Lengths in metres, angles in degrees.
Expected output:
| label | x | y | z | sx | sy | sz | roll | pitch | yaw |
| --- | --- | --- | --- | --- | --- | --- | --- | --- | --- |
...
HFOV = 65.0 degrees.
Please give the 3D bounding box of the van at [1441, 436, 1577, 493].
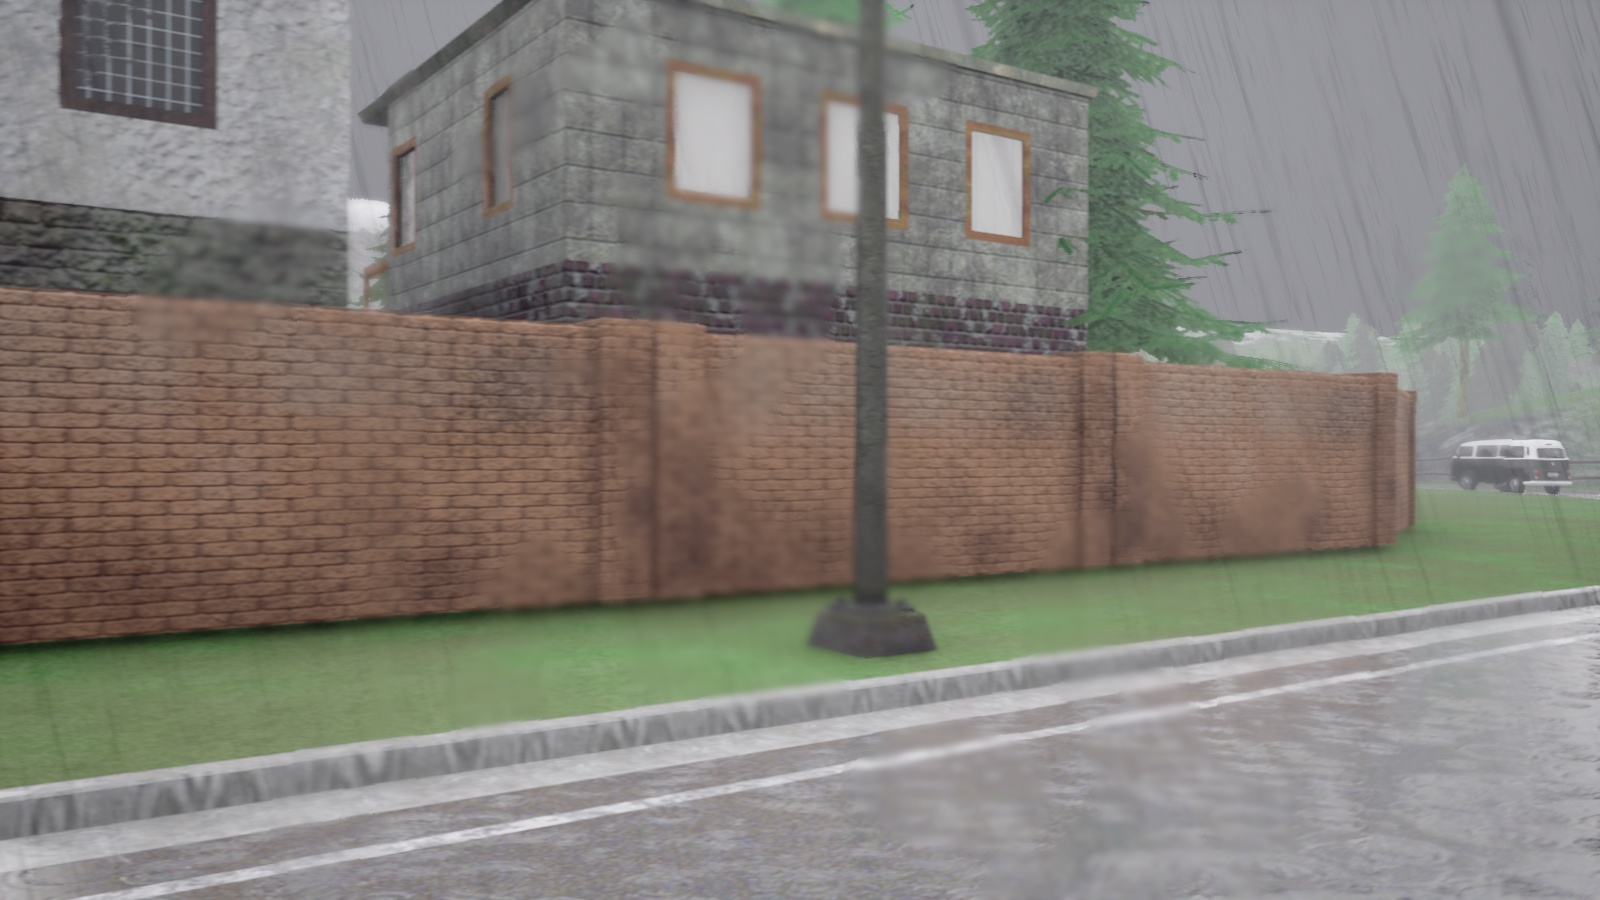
| label | x | y | z | sx | sy | sz | roll | pitch | yaw |
| --- | --- | --- | --- | --- | --- | --- | --- | --- | --- |
| van | 26.818 | 0.528 | 47.686 | 2.069 | 2.038 | 4.480 | 0 | 0 | -10 |
